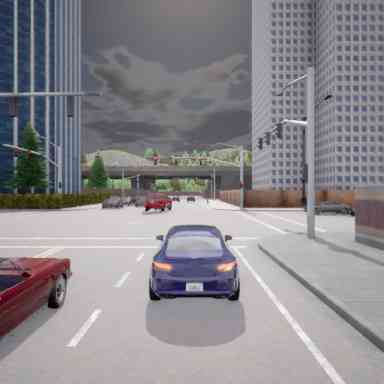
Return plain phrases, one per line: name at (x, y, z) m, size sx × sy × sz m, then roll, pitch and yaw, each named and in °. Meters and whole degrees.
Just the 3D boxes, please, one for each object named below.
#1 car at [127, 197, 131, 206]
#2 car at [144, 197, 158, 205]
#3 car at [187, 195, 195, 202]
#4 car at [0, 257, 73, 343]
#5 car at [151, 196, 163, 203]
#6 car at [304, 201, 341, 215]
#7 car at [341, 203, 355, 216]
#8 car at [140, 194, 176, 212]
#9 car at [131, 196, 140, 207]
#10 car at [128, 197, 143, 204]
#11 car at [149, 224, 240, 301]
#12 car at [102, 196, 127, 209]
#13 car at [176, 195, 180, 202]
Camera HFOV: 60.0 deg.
car at (-10.751, 1.491, 54.260) m, size 2.128 × 1.511 × 4.902 m, roll 0°, pitch 0°, yaw 0°
car at (-7.252, 1.601, 58.774) m, size 1.895 × 1.301 × 4.718 m, roll 0°, pitch 0°, yaw 0°
car at (-0.222, 1.477, 74.486) m, size 1.837 × 1.490 × 4.892 m, roll 0°, pitch 0°, yaw 0°
car at (-3.454, 1.601, 4.939) m, size 1.895 × 1.301 × 4.718 m, roll 0°, pitch 0°, yaw 0°
car at (-7.204, 1.564, 68.821) m, size 1.994 × 1.385 × 4.181 m, roll 0°, pitch 0°, yaw 0°
car at (13.531, 1.564, 33.437) m, size 4.181 × 1.385 × 1.994 m, roll 0°, pitch 0°, yaw 0°
car at (16.200, 1.564, 29.932) m, size 4.181 × 1.385 × 1.994 m, roll 0°, pitch 0°, yaw 0°
car at (-3.854, 1.221, 38.564) m, size 2.150 × 2.045 × 5.566 m, roll 1°, pitch 0°, yaw 9°
car at (-7.243, 1.352, 49.791) m, size 2.097 × 1.767 × 4.553 m, roll 0°, pitch 0°, yaw 0°
car at (-10.738, 1.601, 63.483) m, size 1.895 × 1.301 × 4.718 m, roll 0°, pitch 0°, yaw 0°
car at (0.054, 1.526, 8.210) m, size 1.812 × 1.442 × 4.674 m, roll 0°, pitch 0°, yaw 0°
car at (-10.733, 1.352, 45.300) m, size 2.097 × 1.767 × 4.553 m, roll 0°, pitch 0°, yaw 0°
car at (-3.722, 1.501, 74.476) m, size 1.812 × 1.442 × 4.674 m, roll 0°, pitch 0°, yaw 0°
